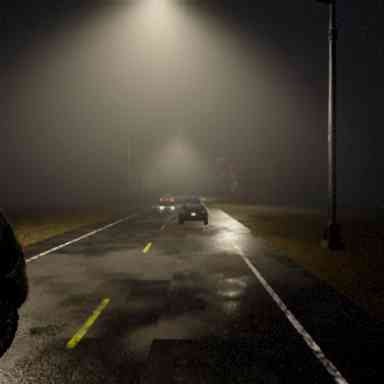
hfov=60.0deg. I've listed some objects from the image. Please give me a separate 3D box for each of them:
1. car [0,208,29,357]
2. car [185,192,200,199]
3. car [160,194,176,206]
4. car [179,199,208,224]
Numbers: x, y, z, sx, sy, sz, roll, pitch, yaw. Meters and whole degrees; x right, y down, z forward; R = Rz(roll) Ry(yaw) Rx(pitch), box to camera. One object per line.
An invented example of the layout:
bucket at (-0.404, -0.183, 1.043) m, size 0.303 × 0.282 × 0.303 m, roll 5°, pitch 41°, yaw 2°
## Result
car at (-3.599, 1.205, 2.906) m, size 2.150 × 2.045 × 5.566 m, roll 0°, pitch 0°, yaw 0°
car at (0.105, 0.936, 53.998) m, size 2.150 × 2.045 × 5.566 m, roll 0°, pitch 0°, yaw 0°
car at (-3.554, 1.092, 49.035) m, size 2.097 × 1.767 × 4.553 m, roll 0°, pitch 0°, yaw 0°
car at (0.102, 1.437, 23.915) m, size 1.994 × 1.385 × 4.181 m, roll 0°, pitch 0°, yaw 0°
